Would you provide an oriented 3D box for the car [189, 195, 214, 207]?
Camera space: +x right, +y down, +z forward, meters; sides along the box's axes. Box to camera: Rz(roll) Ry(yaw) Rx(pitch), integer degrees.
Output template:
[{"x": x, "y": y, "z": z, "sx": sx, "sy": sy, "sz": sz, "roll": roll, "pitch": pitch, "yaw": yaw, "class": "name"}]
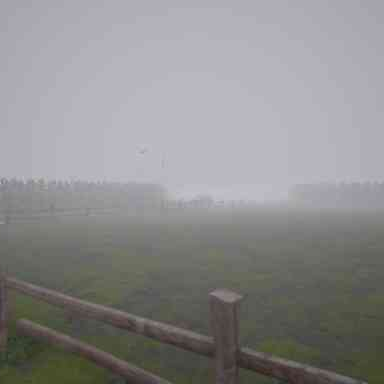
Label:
[{"x": 1.692, "y": 1.524, "z": 58.571, "sx": 2.150, "sy": 2.045, "sz": 5.566, "roll": -1, "pitch": -1, "yaw": 35, "class": "car"}]
